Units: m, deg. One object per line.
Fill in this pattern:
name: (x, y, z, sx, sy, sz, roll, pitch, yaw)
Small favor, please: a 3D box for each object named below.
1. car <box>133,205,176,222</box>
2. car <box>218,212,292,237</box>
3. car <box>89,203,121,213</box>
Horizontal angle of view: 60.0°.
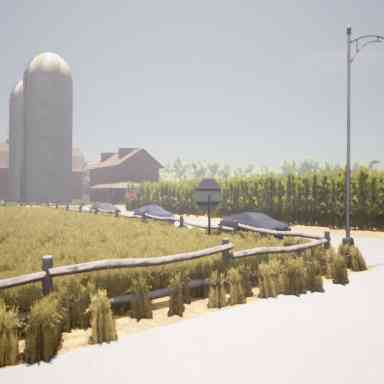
car: (-3.099, 1.801, 26.465, 1.812, 1.442, 4.674, 1, -1, -35)
car: (3.208, 1.770, 17.480, 1.994, 1.385, 4.181, 1, -1, -33)
car: (-9.267, 1.843, 35.123, 2.033, 1.411, 5.357, 1, 0, -35)
